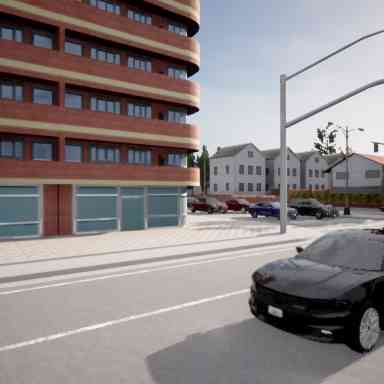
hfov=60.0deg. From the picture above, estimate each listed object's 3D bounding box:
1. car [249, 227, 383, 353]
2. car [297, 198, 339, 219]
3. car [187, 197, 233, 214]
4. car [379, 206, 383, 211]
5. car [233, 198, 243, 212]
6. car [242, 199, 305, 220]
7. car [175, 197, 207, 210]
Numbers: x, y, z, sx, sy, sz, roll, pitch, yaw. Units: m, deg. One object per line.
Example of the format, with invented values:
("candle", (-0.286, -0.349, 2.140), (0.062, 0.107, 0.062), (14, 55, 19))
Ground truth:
("car", (3.254, 1.477, 6.321), (5.008, 1.535, 1.882), (0, 0, -36))
("car", (10.427, 1.352, 29.072), (2.097, 1.767, 4.553), (0, 0, -35))
("car", (1.795, 1.352, 35.374), (2.097, 1.767, 4.553), (0, 0, -34))
("car", (21.602, 1.547, 32.871), (2.033, 1.411, 5.357), (0, 0, -30))
("car", (5.174, 1.478, 36.646), (1.882, 1.535, 5.008), (0, 0, -35))
("car", (6.792, 1.526, 28.178), (1.812, 1.442, 4.674), (0, 0, -35))
("car", (-0.210, 1.505, 44.434), (1.837, 1.490, 4.892), (0, 0, -35))
